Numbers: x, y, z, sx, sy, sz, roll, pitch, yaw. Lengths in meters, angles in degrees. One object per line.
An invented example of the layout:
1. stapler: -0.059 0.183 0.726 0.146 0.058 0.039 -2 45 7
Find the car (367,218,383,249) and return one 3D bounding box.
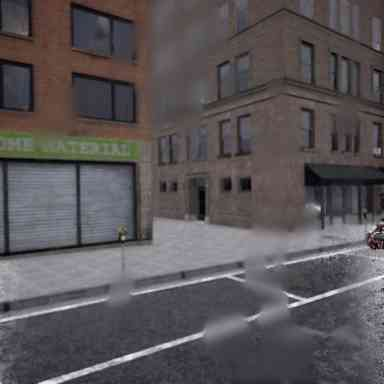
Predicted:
1. car: 8.426 1.359 12.657 4.097 1.590 1.967 0 -1 -35
